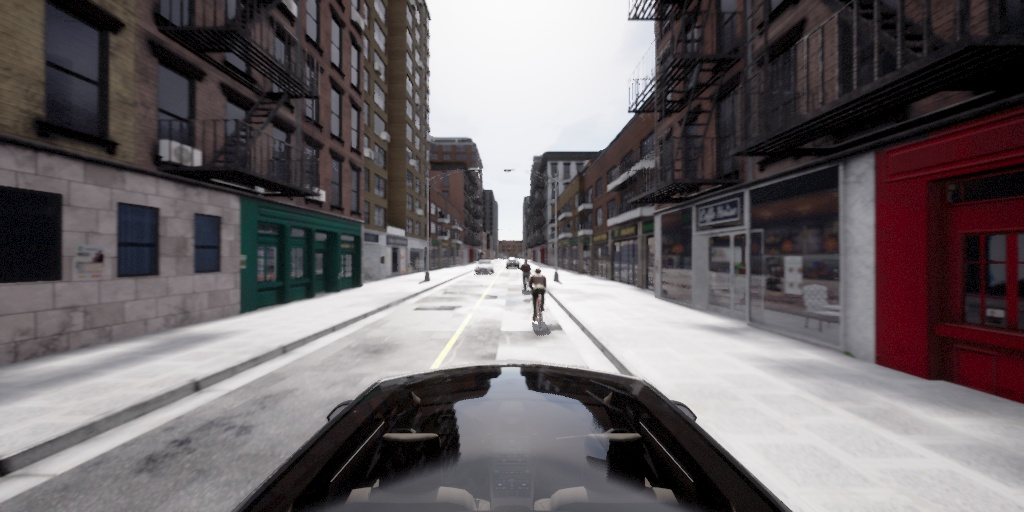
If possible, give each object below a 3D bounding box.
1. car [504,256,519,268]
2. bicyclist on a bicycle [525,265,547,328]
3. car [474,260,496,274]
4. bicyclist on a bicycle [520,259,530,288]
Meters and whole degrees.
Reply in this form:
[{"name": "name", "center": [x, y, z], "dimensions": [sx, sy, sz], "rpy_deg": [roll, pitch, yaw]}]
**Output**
[{"name": "car", "center": [0.104, 1.117, 52.442], "dimensions": [1.895, 1.301, 4.718], "rpy_deg": [0, 0, 0]}, {"name": "bicyclist on a bicycle", "center": [0.757, 1.167, 10.255], "dimensions": [0.582, 1.620, 1.656], "rpy_deg": [0, 0, 0]}, {"name": "car", "center": [-2.838, 1.113, 37.879], "dimensions": [1.812, 1.442, 4.674], "rpy_deg": [0, 0, 0]}, {"name": "bicyclist on a bicycle", "center": [0.758, 1.042, 19.879], "dimensions": [0.659, 1.776, 1.843], "rpy_deg": [0, 0, 0]}]
